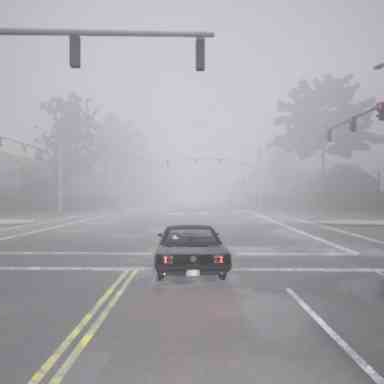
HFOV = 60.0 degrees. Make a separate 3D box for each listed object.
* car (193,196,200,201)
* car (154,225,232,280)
[{"bbox_3d":[1.199,1.891,93.202,1.812,1.442,4.674,0,0,0],"label":"car"},{"bbox_3d":[-0.105,1.642,10.114,1.895,1.301,4.718,0,0,-3],"label":"car"}]
